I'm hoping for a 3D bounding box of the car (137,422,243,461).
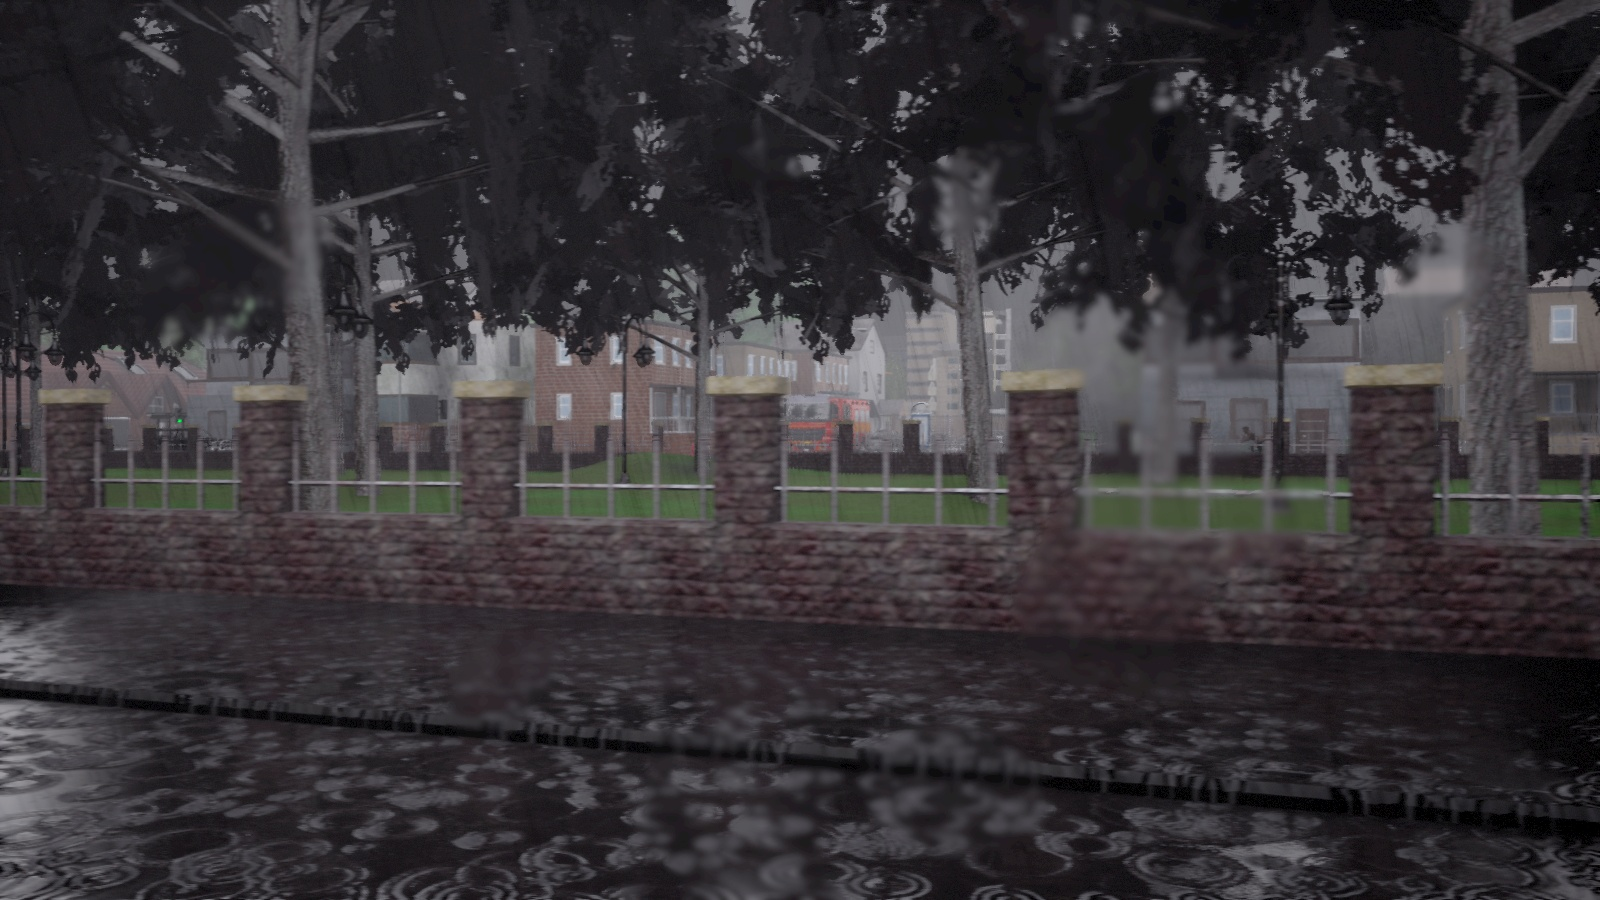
[{"bbox_3d":[-29.913,-0.456,61.585,4.605,1.855,1.932,0,1,17],"label":"car"}]

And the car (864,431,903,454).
[{"bbox_3d":[5.706,-0.543,85.512,1.789,1.549,3.705,1,1,19],"label":"car"}]

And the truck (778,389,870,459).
[{"bbox_3d":[1.528,-1.504,73.159,2.891,3.827,8.468,1,1,19],"label":"truck"}]
